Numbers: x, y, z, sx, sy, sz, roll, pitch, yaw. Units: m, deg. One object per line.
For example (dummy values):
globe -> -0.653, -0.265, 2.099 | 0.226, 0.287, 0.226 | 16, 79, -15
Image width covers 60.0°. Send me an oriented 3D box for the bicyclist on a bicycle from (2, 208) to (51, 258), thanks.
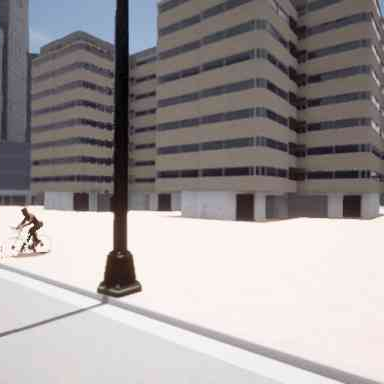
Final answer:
bicyclist on a bicycle -> -5.496, 1.353, 11.184 | 0.582, 1.620, 1.656 | 0, -1, 38
